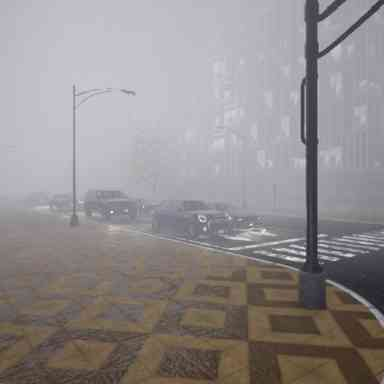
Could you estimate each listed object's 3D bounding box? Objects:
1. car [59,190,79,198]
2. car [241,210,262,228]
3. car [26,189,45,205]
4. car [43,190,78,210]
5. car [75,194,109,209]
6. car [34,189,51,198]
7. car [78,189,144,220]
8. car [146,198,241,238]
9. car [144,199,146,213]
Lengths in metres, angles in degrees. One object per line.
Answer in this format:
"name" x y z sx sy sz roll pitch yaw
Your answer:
"car" -22.705 0.345 61.308 2.128 1.511 4.902 0 1 -38
"car" 1.574 1.288 19.679 2.033 1.411 5.357 0 1 -36
"car" -18.750 0.709 40.247 2.128 1.511 4.902 0 1 -37
"car" -12.378 0.900 32.073 2.128 1.511 4.902 0 1 -38
"car" -10.614 0.945 35.091 1.994 1.385 4.181 0 1 -38
"car" -28.622 0.235 63.582 1.882 1.535 5.008 0 1 -38
"car" -5.991 0.819 23.958 2.150 2.045 5.566 0 1 -38
"car" -0.087 1.124 16.484 2.097 1.767 4.553 0 1 -38
"car" -4.406 1.166 27.196 1.895 1.301 4.718 0 1 -38
